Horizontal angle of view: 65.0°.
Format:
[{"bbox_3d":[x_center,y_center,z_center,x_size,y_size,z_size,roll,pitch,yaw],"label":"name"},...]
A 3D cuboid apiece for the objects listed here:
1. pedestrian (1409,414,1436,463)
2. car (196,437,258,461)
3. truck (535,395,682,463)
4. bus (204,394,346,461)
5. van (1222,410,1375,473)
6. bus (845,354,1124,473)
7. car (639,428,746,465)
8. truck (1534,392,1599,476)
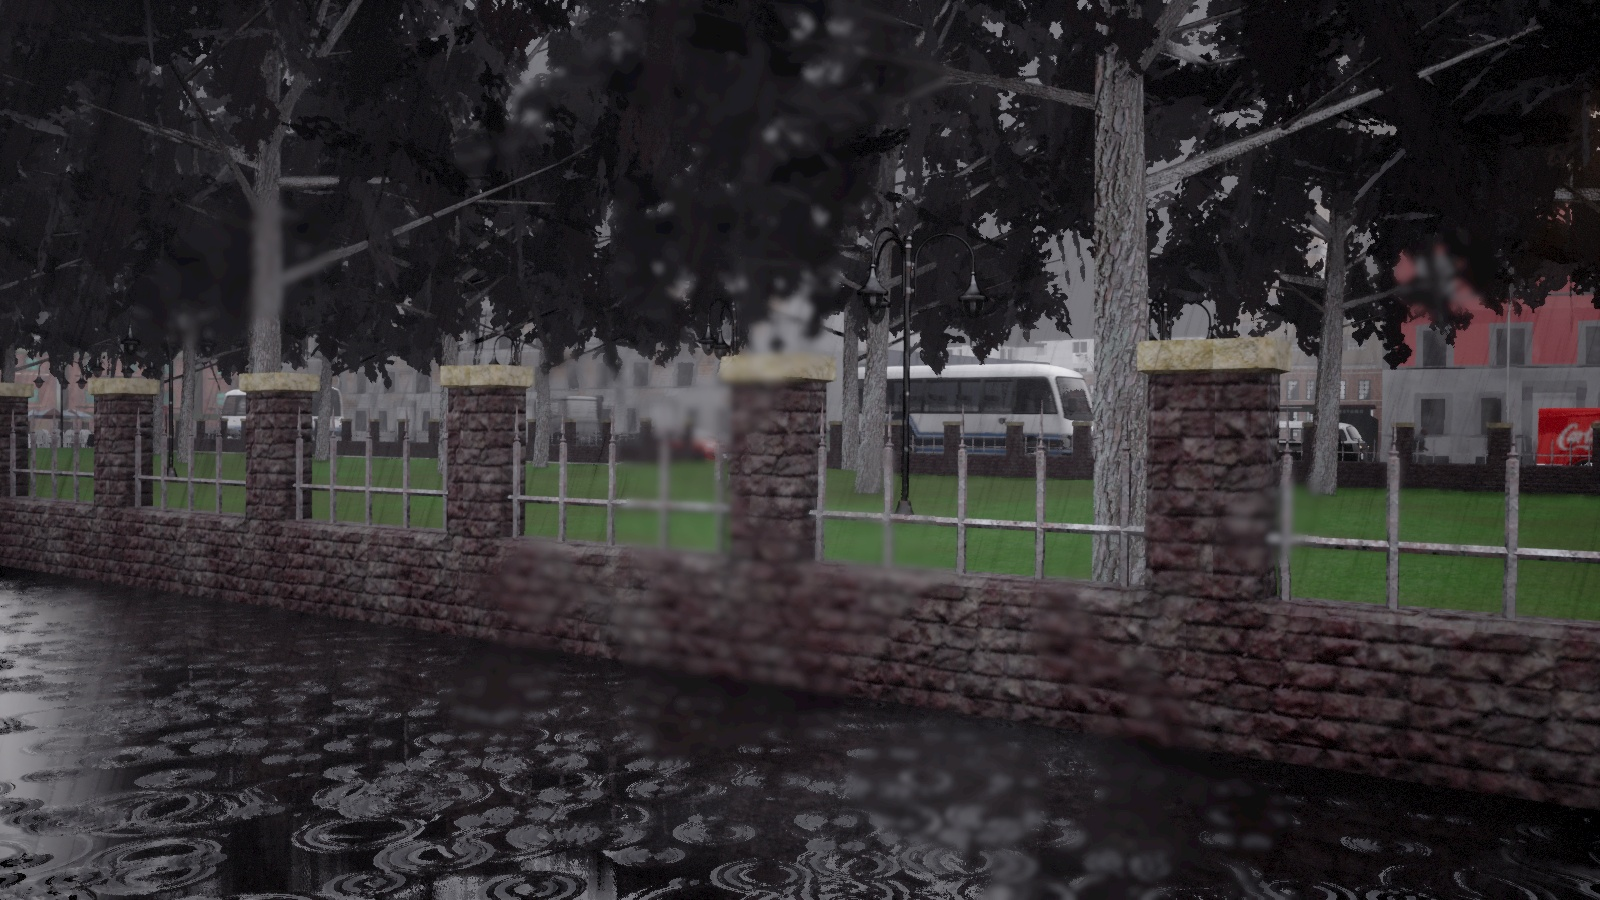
[{"bbox_3d":[24.199,-0.445,48.815,0.849,1.883,0.563,0,1,36],"label":"pedestrian"},{"bbox_3d":[-37.065,-0.077,81.267,3.806,1.475,1.970,0,1,35],"label":"car"},{"bbox_3d":[-10.294,-1.074,67.150,7.936,3.462,2.891,0,1,35],"label":"truck"},{"bbox_3d":[-35.681,-1.485,85.156,10.273,4.253,3.944,0,1,35],"label":"bus"},{"bbox_3d":[16.983,-0.284,42.855,4.480,2.038,2.069,0,1,35],"label":"van"},{"bbox_3d":[7.177,-1.390,49.806,10.273,4.253,3.944,1,1,35],"label":"bus"},{"bbox_3d":[-5.029,-0.178,58.522,4.611,1.667,2.242,0,1,35],"label":"car"},{"bbox_3d":[24.907,-0.489,37.226,5.204,2.467,2.627,0,1,36],"label":"truck"}]
